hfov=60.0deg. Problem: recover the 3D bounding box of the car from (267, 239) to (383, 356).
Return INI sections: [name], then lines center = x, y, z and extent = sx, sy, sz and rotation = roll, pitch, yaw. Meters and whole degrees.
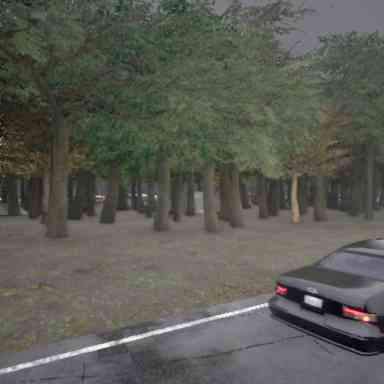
[car]
center = 3.808, 1.587, 6.007
extent = 5.357, 1.411, 2.033
rotation = 0, 0, -33
